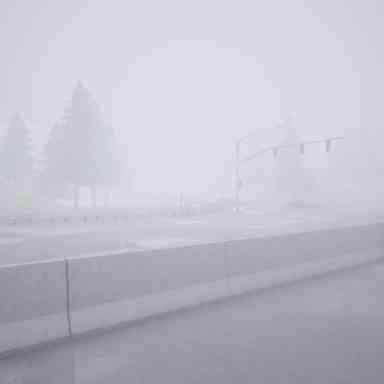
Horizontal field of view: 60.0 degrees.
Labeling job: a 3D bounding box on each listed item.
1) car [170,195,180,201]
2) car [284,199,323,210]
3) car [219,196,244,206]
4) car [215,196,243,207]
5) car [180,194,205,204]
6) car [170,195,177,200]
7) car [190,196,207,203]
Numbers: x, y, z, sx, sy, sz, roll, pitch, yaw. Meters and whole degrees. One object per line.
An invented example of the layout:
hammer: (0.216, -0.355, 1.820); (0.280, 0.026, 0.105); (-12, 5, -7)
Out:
car: (-3.070, 1.595, 72.894); (1.895, 1.301, 4.718); (0, 0, -14)
car: (14.236, 1.607, 42.614); (1.895, 1.301, 4.718); (0, 0, -35)
car: (6.517, 1.504, 55.629); (1.837, 1.490, 4.892); (0, 0, -24)
car: (5.400, 1.547, 50.062); (2.033, 1.411, 5.357); (0, 0, -28)
car: (0.107, 1.547, 61.962); (2.033, 1.411, 5.357); (0, 0, -20)
car: (-4.932, 1.538, 88.054); (1.895, 1.301, 4.718); (0, 0, -3)
car: (1.228, 1.525, 69.901); (2.128, 1.511, 4.902); (0, 0, -18)
